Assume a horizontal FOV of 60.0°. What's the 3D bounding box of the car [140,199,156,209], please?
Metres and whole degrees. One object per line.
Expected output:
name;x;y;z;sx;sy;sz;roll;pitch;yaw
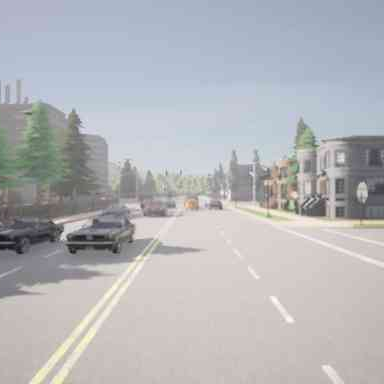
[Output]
car;-6.998;1.854;52.879;1.882;1.535;5.008;0;-1;0

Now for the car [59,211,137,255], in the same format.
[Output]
car;-3.599;1.699;13.926;1.895;1.301;4.718;0;0;0

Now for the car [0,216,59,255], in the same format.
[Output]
car;-7.099;1.699;13.914;1.895;1.301;4.718;0;0;0

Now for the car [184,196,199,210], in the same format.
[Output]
car;0.004;1.820;48.873;1.882;1.535;5.008;0;0;0

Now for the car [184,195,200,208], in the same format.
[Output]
car;-0.098;1.631;58.467;2.150;2.045;5.566;0;0;-7

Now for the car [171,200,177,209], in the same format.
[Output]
car;-3.495;1.965;53.062;1.994;1.385;4.181;0;0;0

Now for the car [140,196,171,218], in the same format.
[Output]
car;-3.590;1.586;33.318;2.097;1.767;4.553;0;0;0

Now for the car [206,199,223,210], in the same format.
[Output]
car;3.504;1.851;49.401;1.837;1.490;4.892;0;0;0

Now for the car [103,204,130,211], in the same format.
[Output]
car;-7.093;1.785;31.509;1.994;1.385;4.181;0;0;0
